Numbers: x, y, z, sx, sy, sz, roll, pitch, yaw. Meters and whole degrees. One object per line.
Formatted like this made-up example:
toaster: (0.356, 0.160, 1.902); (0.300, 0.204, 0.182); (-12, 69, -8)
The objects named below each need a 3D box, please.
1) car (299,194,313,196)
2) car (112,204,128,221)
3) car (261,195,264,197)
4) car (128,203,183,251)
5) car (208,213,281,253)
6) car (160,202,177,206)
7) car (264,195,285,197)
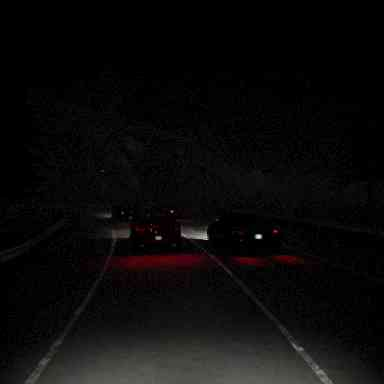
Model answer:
car: (27.555, 1.403, 82.760); (4.892, 1.490, 1.837); (0, 0, -32)
car: (-5.425, 1.614, 27.266); (1.895, 1.301, 4.718); (0, 0, -21)
car: (19.579, 1.522, 90.037); (4.718, 1.301, 1.895); (0, 0, -32)
car: (-1.662, 1.481, 14.282); (1.882, 1.535, 5.008); (0, 0, -11)
car: (1.990, 1.557, 13.780); (1.994, 1.385, 4.181); (0, 0, -11)
car: (-2.274, 1.568, 29.121); (1.994, 1.385, 4.181); (0, 0, -20)
car: (22.357, 1.458, 87.677); (5.357, 1.411, 2.033); (0, 0, -32)
